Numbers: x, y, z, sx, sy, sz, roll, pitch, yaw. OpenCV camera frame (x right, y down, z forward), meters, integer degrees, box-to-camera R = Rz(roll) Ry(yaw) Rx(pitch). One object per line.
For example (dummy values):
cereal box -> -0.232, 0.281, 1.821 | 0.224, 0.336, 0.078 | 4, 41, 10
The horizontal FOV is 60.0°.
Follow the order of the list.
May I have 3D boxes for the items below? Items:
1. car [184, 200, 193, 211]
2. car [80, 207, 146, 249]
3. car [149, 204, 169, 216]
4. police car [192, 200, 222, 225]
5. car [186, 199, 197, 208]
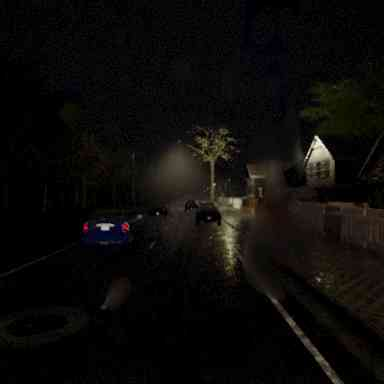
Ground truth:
car -> -0.035, 1.871, 45.639 | 1.837, 1.490, 4.892 | 0, 0, 0
car -> -3.414, 1.467, 15.194 | 2.097, 1.767, 4.553 | 0, 0, 0
car -> -3.434, 1.879, 35.533 | 1.895, 1.301, 4.718 | 0, 0, 0
police car -> 1.199, 1.625, 25.888 | 1.930, 1.638, 5.238 | 0, 0, 0
car -> -0.061, 2.055, 60.308 | 1.994, 1.385, 4.181 | 0, 0, 0
